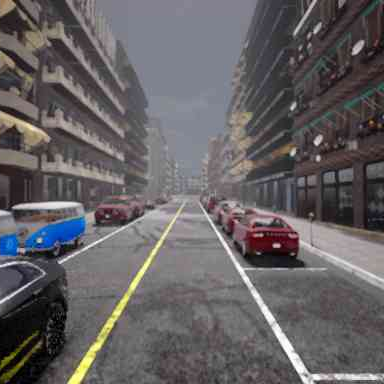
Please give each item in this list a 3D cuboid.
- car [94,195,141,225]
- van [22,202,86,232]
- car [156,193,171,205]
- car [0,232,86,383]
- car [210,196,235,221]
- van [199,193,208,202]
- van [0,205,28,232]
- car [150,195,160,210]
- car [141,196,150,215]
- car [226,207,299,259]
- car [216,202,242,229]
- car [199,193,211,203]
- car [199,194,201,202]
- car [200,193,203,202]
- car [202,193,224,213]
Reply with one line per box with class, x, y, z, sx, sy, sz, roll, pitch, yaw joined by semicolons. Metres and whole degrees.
car;-5.300;1.222;23.462;2.192;1.841;5.009;1;0;0
van;-5.296;1.288;12.401;1.690;1.788;3.998;1;0;0
car;-5.314;1.139;56.644;2.192;1.841;5.009;1;0;0
car;-2.753;1.476;3.118;2.128;1.511;4.902;0;0;0
car;2.585;1.347;23.405;1.967;1.590;4.097;1;0;0
van;2.525;1.150;73.187;1.690;1.788;3.998;1;0;0
van;-5.294;1.310;6.869;1.690;1.788;3.998;2;0;0
car;-5.313;1.423;40.055;1.947;1.339;4.313;1;0;0
car;-5.302;1.204;28.992;2.192;1.841;5.009;1;0;0
car;2.579;1.491;12.344;1.887;1.381;4.507;1;0;0
car;2.577;1.471;17.874;1.887;1.381;4.507;1;0;0
car;2.528;1.127;67.655;2.192;1.841;5.009;1;0;0
car;2.527;1.406;56.593;1.802;1.307;4.206;1;0;0
car;2.534;1.285;45.530;1.967;1.590;4.097;1;0;0
car;2.542;1.187;34.466;2.192;1.841;5.009;1;0;0
